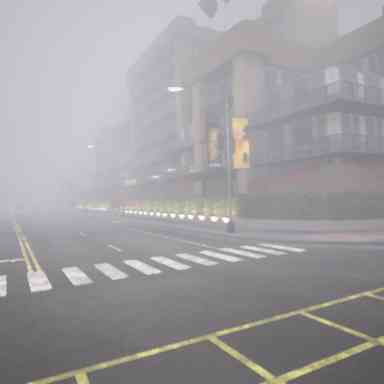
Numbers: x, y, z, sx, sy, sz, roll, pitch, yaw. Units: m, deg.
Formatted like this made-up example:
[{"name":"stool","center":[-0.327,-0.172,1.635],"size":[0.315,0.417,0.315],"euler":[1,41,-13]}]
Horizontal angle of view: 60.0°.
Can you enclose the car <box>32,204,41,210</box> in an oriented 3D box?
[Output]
[{"name":"car","center":[-36.919,3.552,78.984],"size":[2.128,1.511,4.902],"euler":[-1,-1,-29]}]

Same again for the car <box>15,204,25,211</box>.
[{"name":"car","center":[-39.978,3.581,77.283],"size":[1.882,1.535,5.008],"euler":[-1,-1,-29]}]
